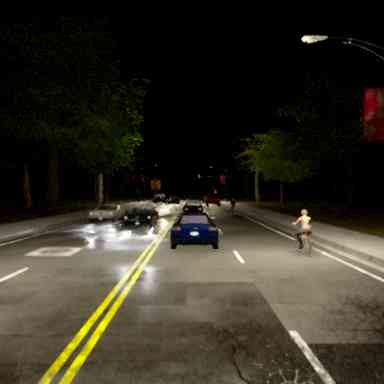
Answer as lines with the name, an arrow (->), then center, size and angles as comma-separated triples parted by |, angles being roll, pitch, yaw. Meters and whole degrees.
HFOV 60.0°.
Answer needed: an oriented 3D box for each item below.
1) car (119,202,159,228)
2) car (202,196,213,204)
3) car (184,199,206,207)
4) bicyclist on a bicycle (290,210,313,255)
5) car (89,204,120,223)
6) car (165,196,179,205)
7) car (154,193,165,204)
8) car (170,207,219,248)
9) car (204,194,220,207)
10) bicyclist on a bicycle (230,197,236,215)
car -> -3.349, 1.620, 22.572 | 1.895, 1.301, 4.718 | 0, 0, 0
car -> 3.257, 1.613, 68.890 | 2.033, 1.411, 5.357 | 0, 0, 0
car -> 0.101, 1.630, 32.865 | 1.895, 1.301, 4.718 | 0, 0, 0
bicyclist on a bicycle -> 4.126, 1.447, 12.324 | 0.866, 1.612, 1.509 | 0, 0, 0
car -> -6.598, 1.623, 26.236 | 1.895, 1.301, 4.718 | 0, 0, 0
car -> -3.292, 1.622, 59.565 | 1.994, 1.385, 4.181 | 0, 0, 1
car -> -6.495, 1.291, 67.681 | 2.150, 2.045, 5.566 | 0, 0, 0
car -> 0.101, 1.576, 14.821 | 1.994, 1.385, 4.181 | 0, 0, 0
car -> 3.354, 1.274, 54.098 | 2.150, 2.045, 5.566 | 0, 0, 0
bicyclist on a bicycle -> 4.146, 1.401, 33.635 | 0.659, 1.776, 1.843 | 0, 0, 0
